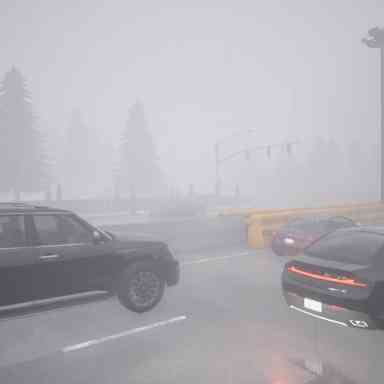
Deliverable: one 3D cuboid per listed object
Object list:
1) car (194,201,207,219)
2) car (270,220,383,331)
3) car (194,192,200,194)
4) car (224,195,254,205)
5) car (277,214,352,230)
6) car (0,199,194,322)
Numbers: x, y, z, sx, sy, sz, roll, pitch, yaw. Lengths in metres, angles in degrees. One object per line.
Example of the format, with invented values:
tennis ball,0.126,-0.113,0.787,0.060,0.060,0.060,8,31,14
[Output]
car,-1.140,1.323,24.642,4.902,1.511,2.128,-1,1,-35
car,3.808,1.435,6.464,4.892,1.490,1.837,-1,1,-35
car,1.048,0.834,76.665,2.128,1.511,4.902,-1,1,3
car,6.576,1.134,47.514,1.895,1.301,4.718,-1,1,-35
car,4.619,1.441,11.331,4.181,1.385,1.994,-1,1,-35
car,-2.912,1.217,5.968,5.566,2.045,2.150,0,0,-36
